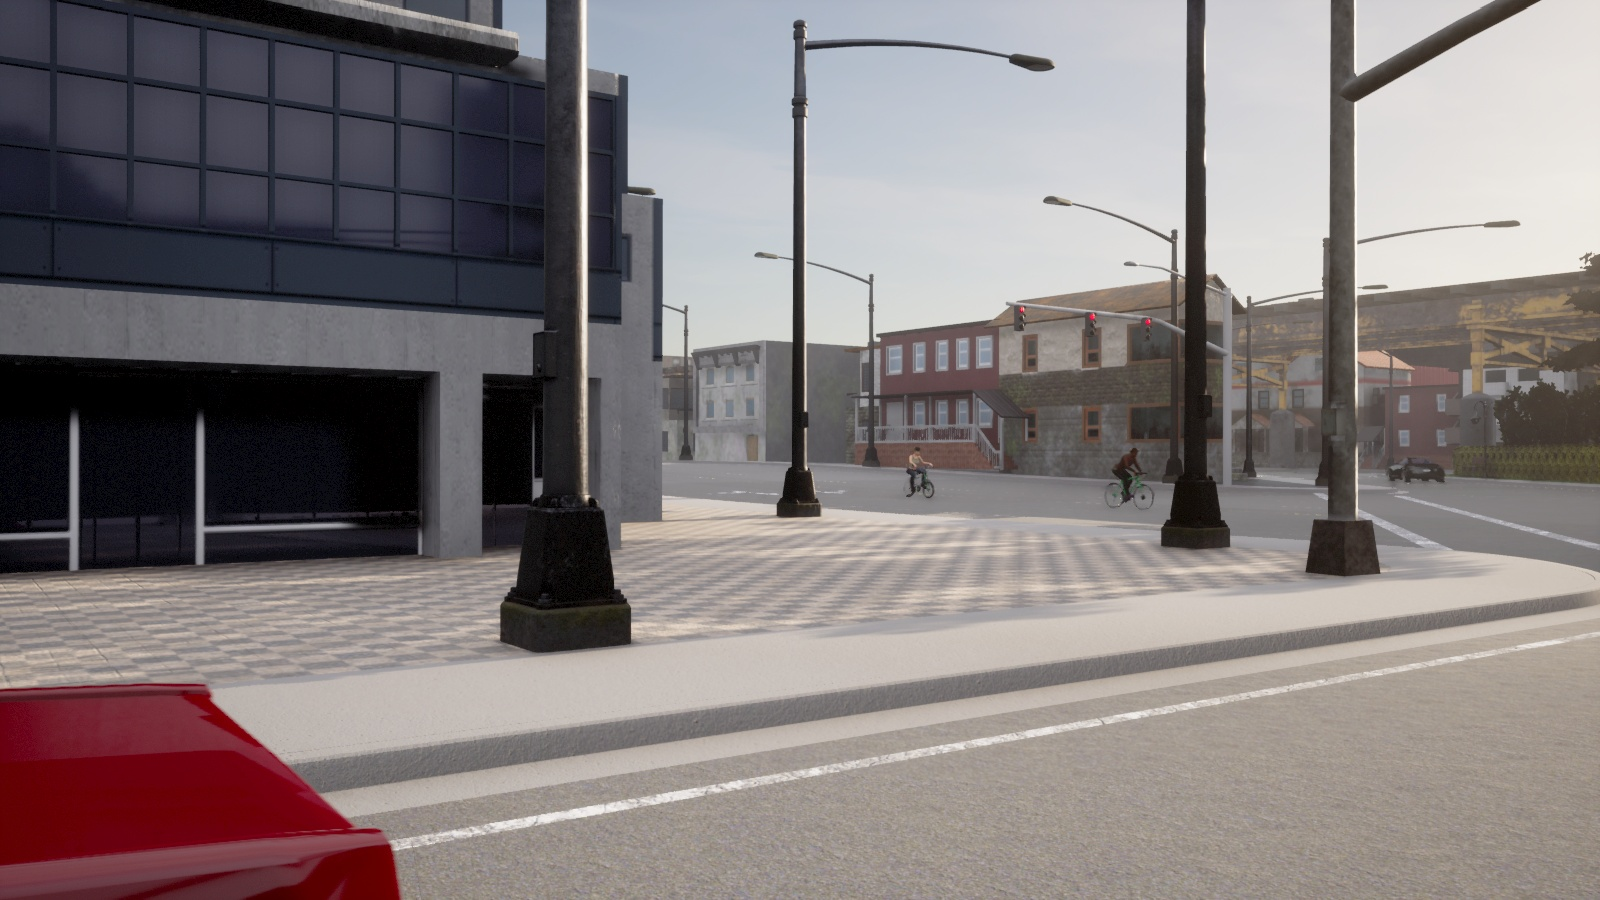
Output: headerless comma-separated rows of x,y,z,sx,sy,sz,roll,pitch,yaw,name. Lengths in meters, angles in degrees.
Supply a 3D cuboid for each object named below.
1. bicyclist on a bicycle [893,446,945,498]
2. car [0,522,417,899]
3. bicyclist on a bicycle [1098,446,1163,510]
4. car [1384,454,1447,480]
3.760,0.686,39.668,0.866,1.612,1.509,0,0,-34,bicyclist on a bicycle
-3.107,0.855,1.498,4.718,1.301,1.895,0,0,-35,car
8.619,0.718,32.796,0.582,1.620,1.656,0,1,-35,bicyclist on a bicycle
33.138,0.904,67.687,1.994,1.385,4.181,0,0,10,car
